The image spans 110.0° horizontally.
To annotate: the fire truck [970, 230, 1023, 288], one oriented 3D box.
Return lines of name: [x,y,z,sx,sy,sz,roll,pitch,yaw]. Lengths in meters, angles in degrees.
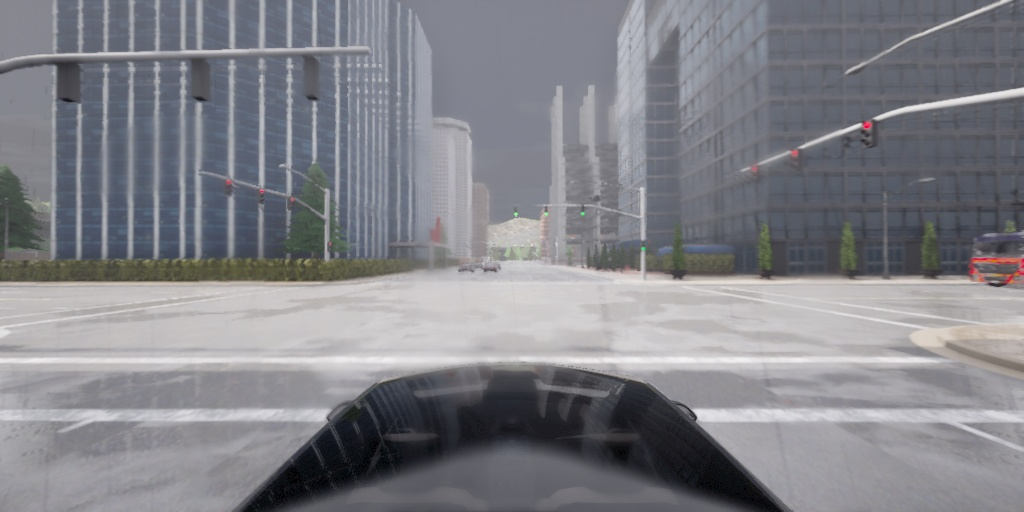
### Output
fire truck: [34.933,0.174,22.755,8.468,3.827,2.891,0,-1,1]

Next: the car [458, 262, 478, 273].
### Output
car: [-6.663,1.791,52.886,1.994,1.385,4.181,0,0,1]

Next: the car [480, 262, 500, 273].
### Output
car: [-3.163,1.695,52.857,1.882,1.535,5.008,0,0,1]
